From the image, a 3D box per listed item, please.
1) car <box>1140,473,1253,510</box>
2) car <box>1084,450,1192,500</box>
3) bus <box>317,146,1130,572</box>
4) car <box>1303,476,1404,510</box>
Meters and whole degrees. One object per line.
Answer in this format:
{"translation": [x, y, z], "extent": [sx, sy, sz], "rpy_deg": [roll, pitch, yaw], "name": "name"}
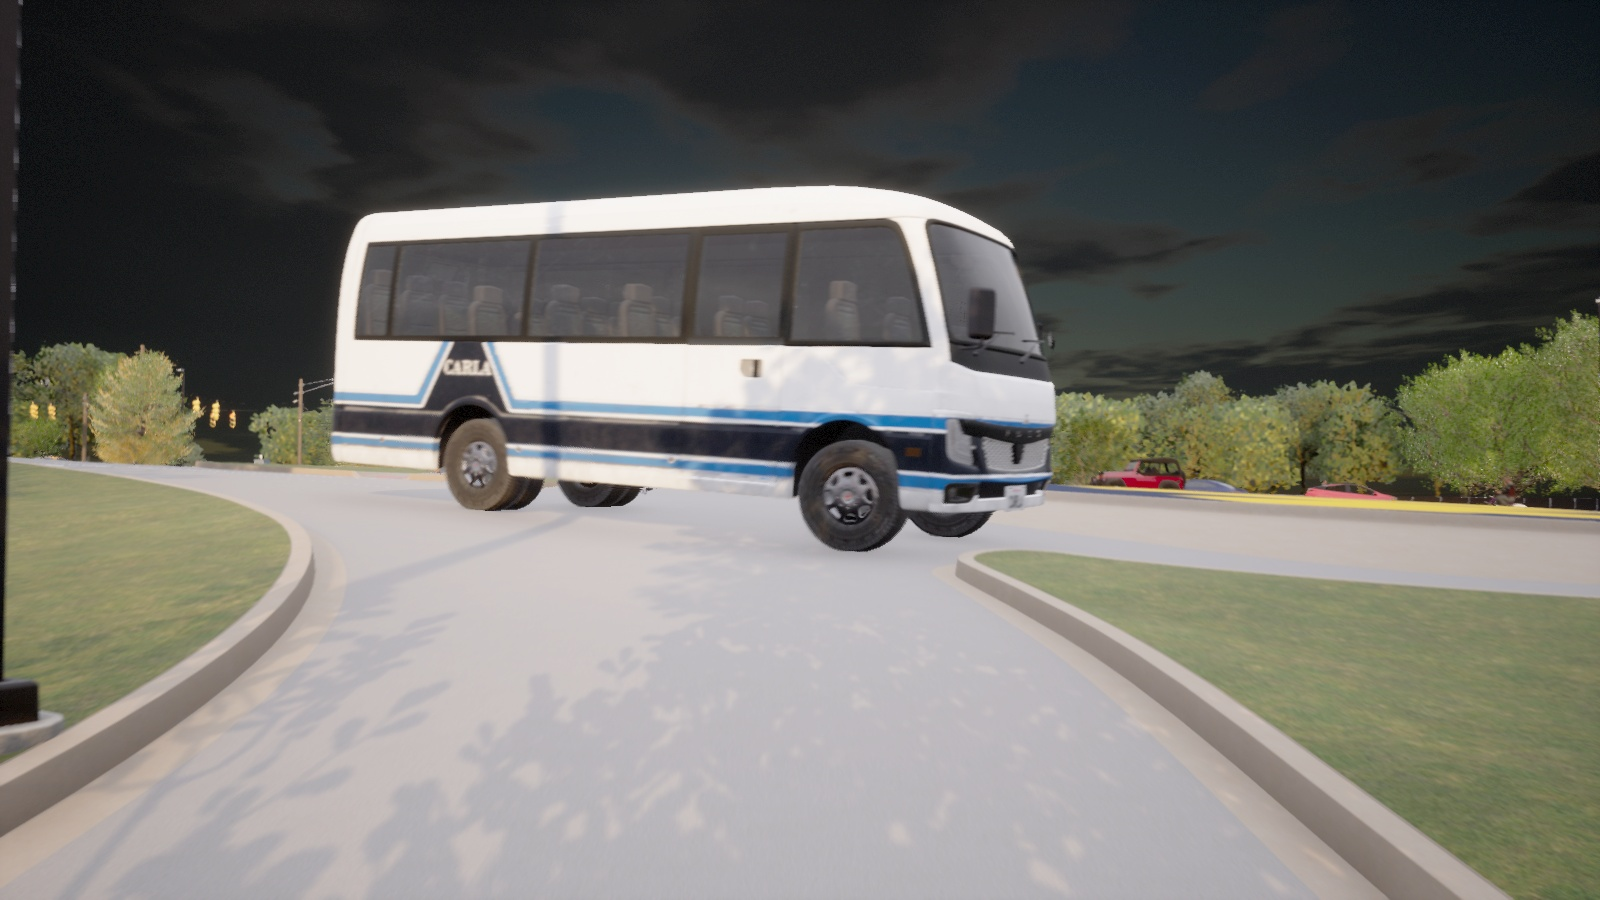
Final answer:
{"translation": [18.530, 1.925, 58.787], "extent": [4.674, 1.442, 1.812], "rpy_deg": [1, -6, 42], "name": "car"}
{"translation": [13.983, 1.066, 52.112], "extent": [3.866, 1.878, 1.905], "rpy_deg": [2, -3, -4], "name": "car"}
{"translation": [-1.326, -1.139, 16.832], "extent": [10.273, 4.253, 3.944], "rpy_deg": [3, 2, 30], "name": "bus"}
{"translation": [27.769, 2.157, 63.031], "extent": [4.514, 1.525, 2.007], "rpy_deg": [1, -2, 25], "name": "car"}
